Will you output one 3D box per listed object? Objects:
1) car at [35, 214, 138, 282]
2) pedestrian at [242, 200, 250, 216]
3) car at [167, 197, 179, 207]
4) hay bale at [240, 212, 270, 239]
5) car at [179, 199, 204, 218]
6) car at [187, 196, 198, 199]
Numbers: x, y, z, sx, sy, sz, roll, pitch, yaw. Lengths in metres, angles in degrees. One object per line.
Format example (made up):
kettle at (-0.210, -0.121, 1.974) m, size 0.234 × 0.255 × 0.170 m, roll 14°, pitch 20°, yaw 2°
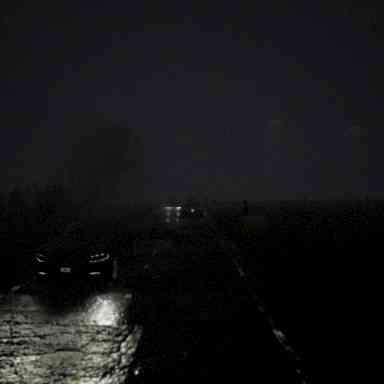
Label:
car at (-2.850, 1.481, 9.982) m, size 1.882 × 1.535 × 5.008 m, roll 0°, pitch 0°, yaw 0°
pedestrian at (2.826, 1.287, 17.762) m, size 0.375 × 1.860 × 0.375 m, roll -1°, pitch 1°, yaw -3°
car at (-2.821, 1.547, 52.251) m, size 1.837 × 1.490 × 4.892 m, roll 0°, pitch 0°, yaw 0°
hay bale at (3.134, 1.662, 16.668) m, size 1.220 × 1.180 × 1.240 m, roll 1°, pitch 1°, yaw 0°
car at (0.061, 1.581, 30.789) m, size 1.994 × 1.385 × 4.181 m, roll 0°, pitch 0°, yaw 0°
car at (0.063, 1.386, 45.119) m, size 2.097 × 1.767 × 4.553 m, roll 0°, pitch 0°, yaw 0°
